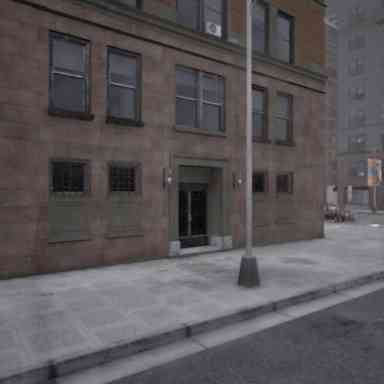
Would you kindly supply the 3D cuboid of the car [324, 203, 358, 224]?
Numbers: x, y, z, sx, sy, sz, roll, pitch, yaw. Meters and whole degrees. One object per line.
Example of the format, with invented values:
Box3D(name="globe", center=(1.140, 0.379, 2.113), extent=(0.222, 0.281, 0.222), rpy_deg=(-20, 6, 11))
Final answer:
Box3D(name="car", center=(10.679, 1.638, 26.383), extent=(1.812, 1.442, 4.674), rpy_deg=(0, 0, -36))
